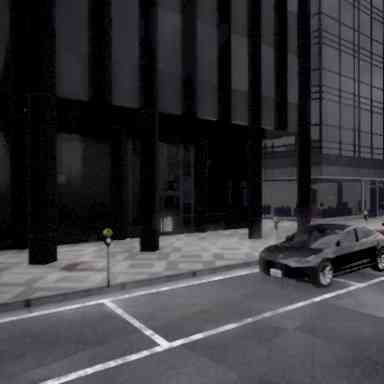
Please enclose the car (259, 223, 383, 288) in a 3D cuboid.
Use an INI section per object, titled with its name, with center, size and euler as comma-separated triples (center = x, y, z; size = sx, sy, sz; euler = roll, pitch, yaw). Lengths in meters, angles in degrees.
[car]
center = 3.786, 1.562, 9.236
size = 4.313, 1.339, 1.947
euler = 0, 0, -35
